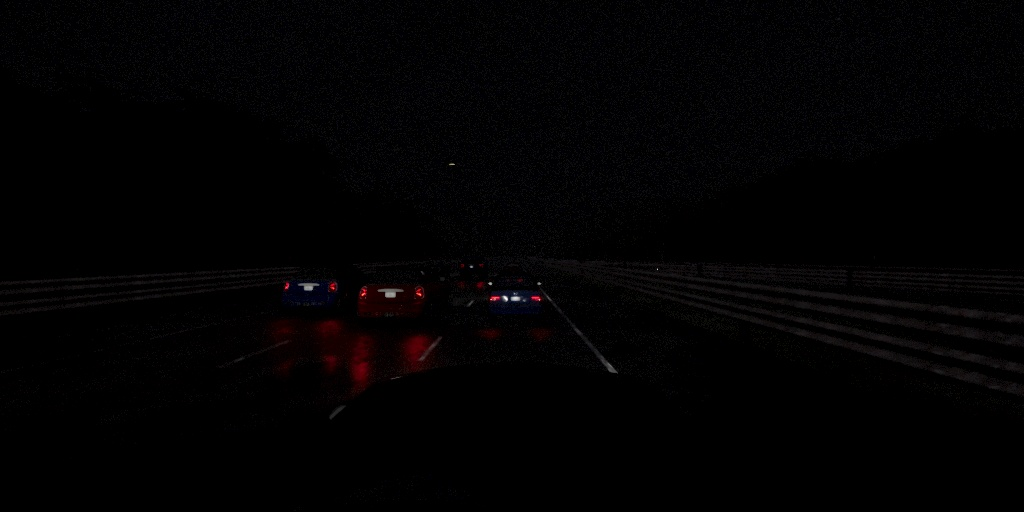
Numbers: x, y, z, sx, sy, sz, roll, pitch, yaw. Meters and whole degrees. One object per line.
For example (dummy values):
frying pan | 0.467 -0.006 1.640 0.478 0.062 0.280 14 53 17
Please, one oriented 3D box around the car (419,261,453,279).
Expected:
car | -6.904 1.225 33.221 2.128 1.511 4.902 0 0 0

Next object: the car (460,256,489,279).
car | -3.388 0.986 32.628 2.150 2.045 5.566 0 0 0

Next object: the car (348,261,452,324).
car | -3.399 1.106 12.166 2.097 1.767 4.553 0 0 0

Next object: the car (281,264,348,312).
car | -6.889 1.098 14.268 2.097 1.767 4.553 1 0 0

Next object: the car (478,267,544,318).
car | 0.103 1.301 13.017 2.033 1.411 5.357 0 0 0

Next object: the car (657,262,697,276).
car | 17.760 1.409 39.012 2.163 1.488 4.792 0 0 -17

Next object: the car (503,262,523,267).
car | 0.103 1.298 34.335 1.812 1.442 4.674 0 0 0
